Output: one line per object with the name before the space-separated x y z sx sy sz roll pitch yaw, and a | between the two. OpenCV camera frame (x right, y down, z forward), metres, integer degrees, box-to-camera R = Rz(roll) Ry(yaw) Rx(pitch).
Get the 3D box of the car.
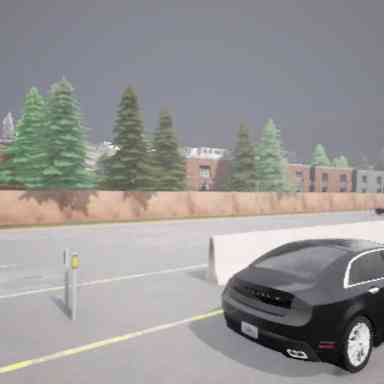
car | 2.737 1.562 5.745 4.892 1.490 1.837 0 -1 -35
